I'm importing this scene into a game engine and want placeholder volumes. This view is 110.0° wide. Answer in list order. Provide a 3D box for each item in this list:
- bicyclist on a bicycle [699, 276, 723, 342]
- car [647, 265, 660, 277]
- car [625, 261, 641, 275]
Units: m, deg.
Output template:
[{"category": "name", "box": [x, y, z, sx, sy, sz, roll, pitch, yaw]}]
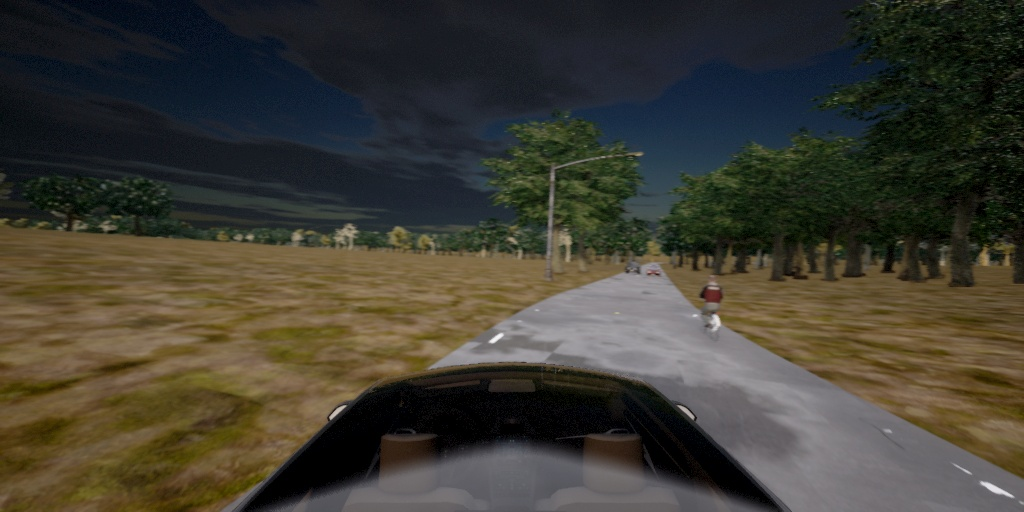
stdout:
[{"category": "bicyclist on a bicycle", "box": [5.540, 1.425, 10.083, 0.659, 1.776, 1.843, 2, 0, 15]}, {"category": "car", "box": [21.514, 2.420, 54.473, 1.895, 1.301, 4.718, 3, 0, 22]}, {"category": "car", "box": [19.828, 1.944, 58.651, 2.150, 2.045, 5.566, 3, 0, 22]}]
